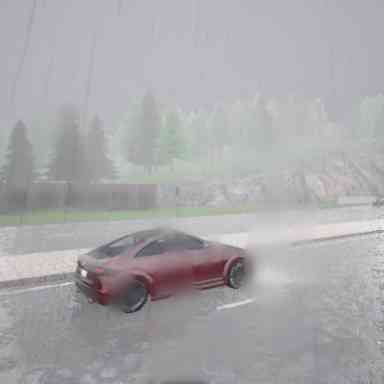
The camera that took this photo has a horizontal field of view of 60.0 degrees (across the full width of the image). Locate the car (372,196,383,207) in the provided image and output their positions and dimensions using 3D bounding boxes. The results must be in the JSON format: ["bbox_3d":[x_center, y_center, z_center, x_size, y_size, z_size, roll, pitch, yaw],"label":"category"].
[{"bbox_3d":[29.267,1.338,50.938,2.097,1.767,4.553,0,0,42],"label":"car"}]

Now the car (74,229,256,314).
[{"bbox_3d":[-0.495,1.563,7.698,4.181,1.385,1.994,0,0,-35],"label":"car"}]
